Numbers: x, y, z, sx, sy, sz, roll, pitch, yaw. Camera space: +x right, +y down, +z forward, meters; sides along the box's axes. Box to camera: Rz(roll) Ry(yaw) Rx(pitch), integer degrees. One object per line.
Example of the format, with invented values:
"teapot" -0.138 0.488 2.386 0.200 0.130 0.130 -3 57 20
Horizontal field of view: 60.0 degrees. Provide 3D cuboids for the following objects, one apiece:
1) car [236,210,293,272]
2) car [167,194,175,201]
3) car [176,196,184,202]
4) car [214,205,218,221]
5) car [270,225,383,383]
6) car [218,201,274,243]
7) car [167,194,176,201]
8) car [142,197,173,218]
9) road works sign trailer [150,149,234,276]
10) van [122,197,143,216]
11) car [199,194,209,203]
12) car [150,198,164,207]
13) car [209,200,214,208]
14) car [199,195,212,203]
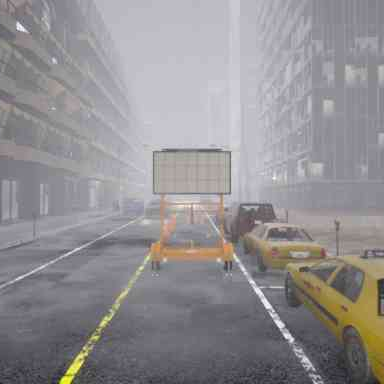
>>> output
"car" 2.702 1.532 10.621 1.752 1.417 4.829 1 0 0
"car" -5.685 1.725 82.247 1.887 1.381 4.507 1 0 0
"car" -3.005 1.665 84.040 1.882 1.535 5.008 0 -1 0
"car" 2.701 1.583 21.495 1.947 1.339 4.313 1 0 0
"car" 2.702 1.528 5.098 1.752 1.417 4.829 1 0 0
"car" 2.705 1.326 15.973 2.192 1.841 5.009 1 0 0
"car" -5.683 1.545 93.294 2.192 1.841 5.009 1 0 0
"car" -3.103 1.507 30.603 1.882 1.535 5.008 0 0 0
"road works sign trailer" 0.000 0.471 10.325 2.380 3.560 2.880 0 0 0
"van" -5.677 1.374 32.542 1.690 1.788 3.998 1 0 0
"car" 2.698 1.473 76.726 2.192 1.841 5.009 1 0 0
"car" -5.683 1.666 54.633 1.802 1.307 4.206 1 0 0
"car" 2.700 1.569 27.019 1.887 1.381 4.507 1 0 0
"car" 2.697 1.668 60.155 1.947 1.339 4.313 1 0 0
